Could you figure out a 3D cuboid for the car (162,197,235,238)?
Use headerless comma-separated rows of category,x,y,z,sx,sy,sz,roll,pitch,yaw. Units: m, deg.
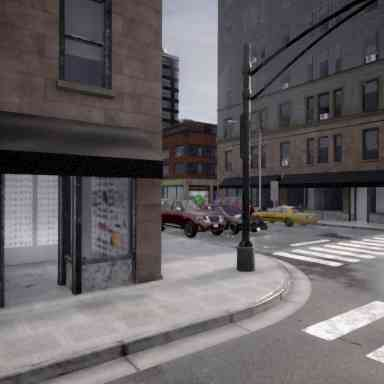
car,-0.323,1.286,17.905,2.192,1.841,5.009,0,0,-36

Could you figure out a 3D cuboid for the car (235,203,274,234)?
car,1.795,1.529,19.245,2.033,1.411,5.357,0,0,-38

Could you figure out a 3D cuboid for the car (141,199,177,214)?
car,-3.682,1.531,36.427,1.887,1.381,4.507,0,0,-36

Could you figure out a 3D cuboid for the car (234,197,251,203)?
car,2.916,1.314,27.182,2.192,1.841,5.009,0,0,-36

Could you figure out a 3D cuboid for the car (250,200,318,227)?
car,6.115,1.530,22.697,1.752,1.417,4.829,0,0,-36
